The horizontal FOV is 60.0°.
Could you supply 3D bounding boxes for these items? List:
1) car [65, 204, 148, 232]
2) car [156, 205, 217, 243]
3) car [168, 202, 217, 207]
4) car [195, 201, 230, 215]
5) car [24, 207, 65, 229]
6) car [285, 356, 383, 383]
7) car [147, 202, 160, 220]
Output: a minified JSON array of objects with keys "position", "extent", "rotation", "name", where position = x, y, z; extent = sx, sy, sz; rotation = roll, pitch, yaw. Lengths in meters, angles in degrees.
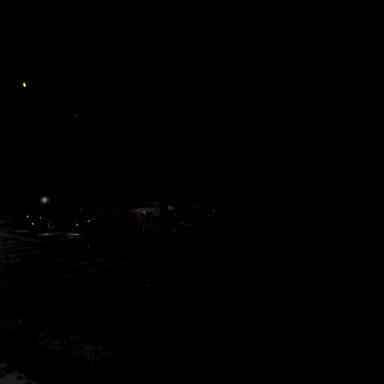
[{"position":[-5.281,1.632,21.115],"extent":[1.812,1.442,4.674],"rotation":[1,0,35],"name":"car"},{"position":[0.573,1.687,17.797],"extent":[1.882,1.535,5.008],"rotation":[1,0,35],"name":"car"},{"position":[0.074,1.677,28.680],"extent":[2.128,1.511,4.902],"rotation":[1,0,35],"name":"car"},{"position":[2.403,1.777,37.569],"extent":[1.994,1.385,4.181],"rotation":[1,0,36],"name":"car"},{"position":[-8.494,1.652,22.207],"extent":[1.895,1.301,4.718],"rotation":[1,0,35],"name":"car"},{"position":[2.446,1.545,1.216],"extent":[4.507,1.381,1.887],"rotation":[0,1,35],"name":"car"},{"position":[-3.355,1.653,29.462],"extent":[1.812,1.442,4.674],"rotation":[1,0,35],"name":"car"}]
